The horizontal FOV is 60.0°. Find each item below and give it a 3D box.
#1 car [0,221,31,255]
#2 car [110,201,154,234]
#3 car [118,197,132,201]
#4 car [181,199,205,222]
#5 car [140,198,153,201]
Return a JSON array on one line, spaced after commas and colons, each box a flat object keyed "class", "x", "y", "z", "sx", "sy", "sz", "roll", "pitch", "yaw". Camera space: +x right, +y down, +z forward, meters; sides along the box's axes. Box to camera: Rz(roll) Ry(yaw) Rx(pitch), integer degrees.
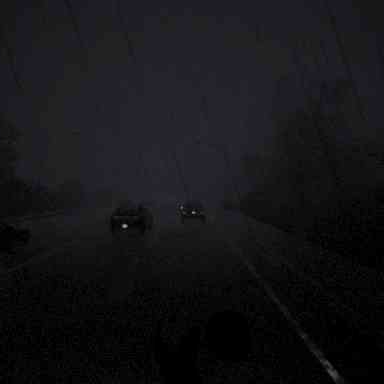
[{"class": "car", "x": -7.097, "y": 1.604, "z": 10.501, "sx": 1.895, "sy": 1.301, "sz": 4.718, "roll": 0, "pitch": 0, "yaw": 0}, {"class": "car", "x": -3.395, "y": 1.497, "z": 19.258, "sx": 2.128, "sy": 1.511, "sz": 4.902, "roll": 0, "pitch": 0, "yaw": 0}, {"class": "car", "x": -10.554, "y": 1.539, "z": 52.066, "sx": 1.812, "sy": 1.442, "sz": 4.674, "roll": 0, "pitch": 0, "yaw": 0}, {"class": "car", "x": 0.108, "y": 1.554, "z": 26.681, "sx": 2.033, "sy": 1.411, "sz": 5.357, "roll": 0, "pitch": 0, "yaw": 0}, {"class": "car", "x": -7.054, "y": 1.577, "z": 51.996, "sx": 1.994, "sy": 1.385, "sz": 4.181, "roll": 0, "pitch": 0, "yaw": 0}]
